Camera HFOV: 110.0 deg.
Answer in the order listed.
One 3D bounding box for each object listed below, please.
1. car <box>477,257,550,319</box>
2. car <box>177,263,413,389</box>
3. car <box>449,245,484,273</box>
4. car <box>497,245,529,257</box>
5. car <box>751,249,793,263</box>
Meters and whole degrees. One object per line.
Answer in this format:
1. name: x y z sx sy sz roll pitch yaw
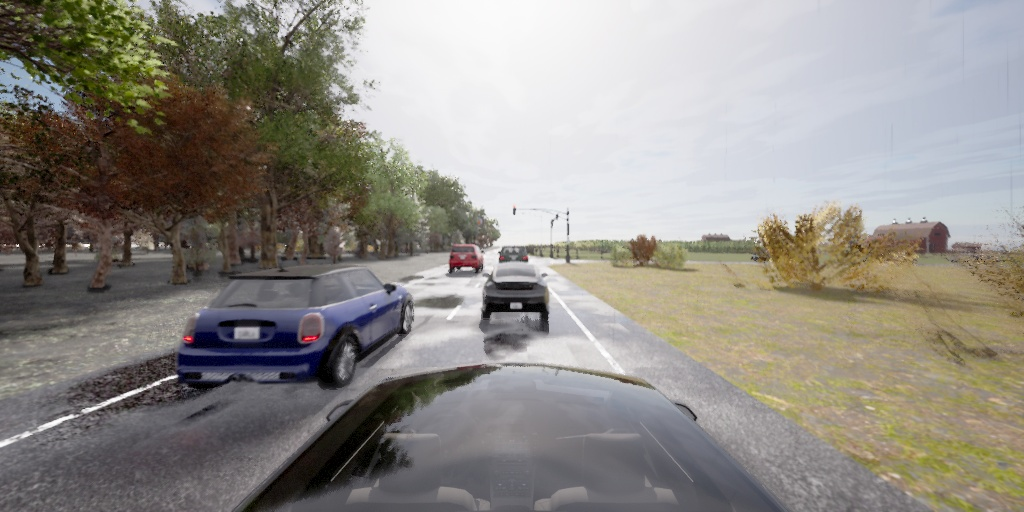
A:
1. car: 0.104 0.944 11.354 1.837 1.490 4.892 0 1 0
2. car: -3.400 0.941 6.725 2.097 1.767 4.553 0 2 0
3. car: -3.391 0.151 27.278 2.150 2.045 5.566 0 2 0
4. car: 0.111 0.177 26.512 2.150 2.045 5.566 0 2 0
5. car: 36.212 -0.120 49.538 5.566 2.045 2.150 1 1 1
